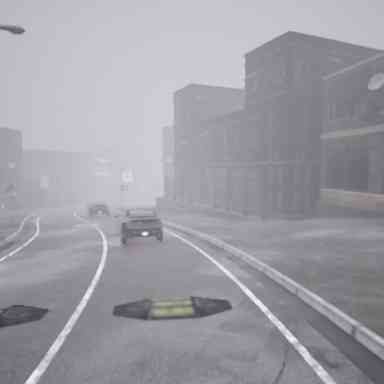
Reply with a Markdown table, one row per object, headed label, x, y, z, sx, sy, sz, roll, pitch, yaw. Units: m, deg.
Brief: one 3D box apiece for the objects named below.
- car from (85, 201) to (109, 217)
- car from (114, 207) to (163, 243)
| label | x | y | z | sx | sy | sz | roll | pitch | yaw |
| --- | --- | --- | --- | --- | --- | --- | --- | --- | --- |
| car | -9.602 | 1.659 | 33.700 | 1.837 | 1.490 | 4.892 | -2 | 0 | -22 |
| car | -2.680 | 1.519 | 16.410 | 1.837 | 1.490 | 4.892 | -1 | 0 | -16 |
